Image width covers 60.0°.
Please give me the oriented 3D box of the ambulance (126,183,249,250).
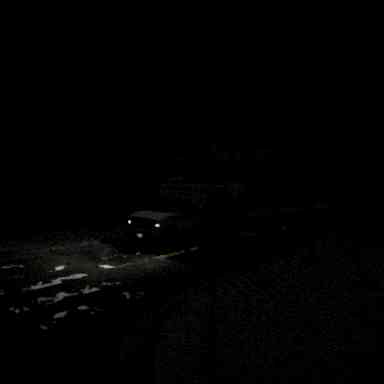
[{"bbox_3d":[0.048,0.862,14.579,2.351,2.431,6.366,2,2,37],"label":"ambulance"}]
